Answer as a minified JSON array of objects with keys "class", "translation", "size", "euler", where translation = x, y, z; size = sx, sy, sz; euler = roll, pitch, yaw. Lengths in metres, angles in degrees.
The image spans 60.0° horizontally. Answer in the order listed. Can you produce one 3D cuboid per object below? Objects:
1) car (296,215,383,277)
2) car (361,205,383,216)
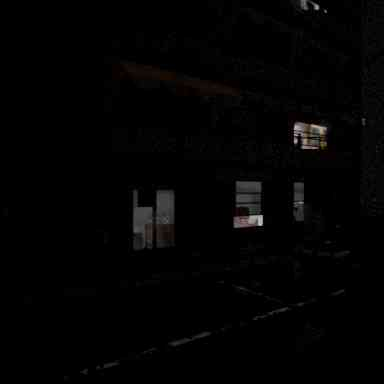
[{"class":"car","translation":[5.012,1.581,10.209],"size":[4.206,1.307,1.802],"euler":[0,0,-36]},{"class":"car","translation":[16.791,1.887,32.071],"size":[1.895,1.301,4.718],"euler":[0,-1,-36]}]
